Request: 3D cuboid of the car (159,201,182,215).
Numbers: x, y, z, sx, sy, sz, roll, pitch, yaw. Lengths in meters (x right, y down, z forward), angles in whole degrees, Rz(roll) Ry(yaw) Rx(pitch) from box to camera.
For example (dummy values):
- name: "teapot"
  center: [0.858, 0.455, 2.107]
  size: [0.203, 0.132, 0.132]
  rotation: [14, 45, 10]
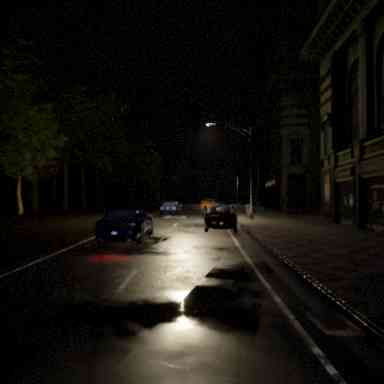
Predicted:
- name: "car"
  center: [-2.131, 1.621, 34.219]
  size: [2.033, 1.411, 5.357]
  rotation: [0, 0, 4]

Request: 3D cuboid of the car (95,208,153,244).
- name: "car"
  center: [-3.082, 1.519, 15.981]
  size: [1.882, 1.535, 5.008]
  rotation: [0, 0, 2]

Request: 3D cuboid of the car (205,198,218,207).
- name: "car"
  center: [3.510, 1.856, 58.394]
  size: [1.882, 1.535, 5.008]
  rotation: [0, -1, 7]

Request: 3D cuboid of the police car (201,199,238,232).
- name: "police car"
  center: [1.692, 1.463, 20.482]
  size: [1.930, 1.638, 5.238]
  rotation: [0, 0, 2]
